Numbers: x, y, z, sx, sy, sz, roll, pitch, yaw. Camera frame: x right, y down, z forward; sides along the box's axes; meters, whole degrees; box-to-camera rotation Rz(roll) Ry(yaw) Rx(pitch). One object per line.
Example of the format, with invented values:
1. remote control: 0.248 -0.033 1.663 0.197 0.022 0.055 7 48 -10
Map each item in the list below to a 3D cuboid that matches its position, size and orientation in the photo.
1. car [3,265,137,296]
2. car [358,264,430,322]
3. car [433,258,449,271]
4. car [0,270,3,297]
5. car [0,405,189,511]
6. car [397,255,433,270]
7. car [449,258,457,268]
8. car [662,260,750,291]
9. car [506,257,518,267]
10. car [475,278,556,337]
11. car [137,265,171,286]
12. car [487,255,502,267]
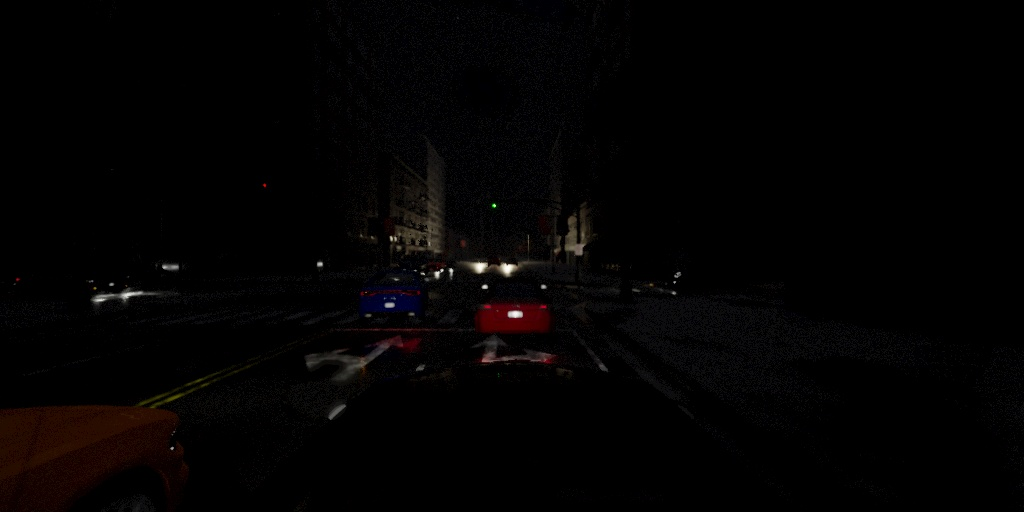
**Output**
1. car: -22.593 1.279 18.472 4.181 1.385 1.994 0 0 0
2. car: -3.934 1.208 12.403 1.882 1.535 5.008 0 0 -12
3. car: -9.834 1.020 45.789 2.097 1.767 4.553 0 0 0
4. car: -25.413 1.148 15.946 4.097 1.591 1.967 0 0 0
5. car: -3.152 1.230 0.371 1.882 1.535 5.008 0 0 0
6. car: -9.834 0.910 35.860 2.150 2.045 5.566 0 0 0
7. car: -9.802 1.150 56.148 1.837 1.490 4.892 0 0 0
8. car: 11.552 1.104 21.616 4.553 1.767 2.097 0 0 1
9. car: 0.018 0.979 64.914 2.097 1.767 4.553 0 0 0
10. car: 0.072 1.299 10.203 1.994 1.385 4.181 0 0 0
11. car: -25.369 1.291 23.971 4.313 1.339 1.948 0 0 0
12. car: -3.232 0.849 64.558 2.150 2.045 5.566 0 0 0
